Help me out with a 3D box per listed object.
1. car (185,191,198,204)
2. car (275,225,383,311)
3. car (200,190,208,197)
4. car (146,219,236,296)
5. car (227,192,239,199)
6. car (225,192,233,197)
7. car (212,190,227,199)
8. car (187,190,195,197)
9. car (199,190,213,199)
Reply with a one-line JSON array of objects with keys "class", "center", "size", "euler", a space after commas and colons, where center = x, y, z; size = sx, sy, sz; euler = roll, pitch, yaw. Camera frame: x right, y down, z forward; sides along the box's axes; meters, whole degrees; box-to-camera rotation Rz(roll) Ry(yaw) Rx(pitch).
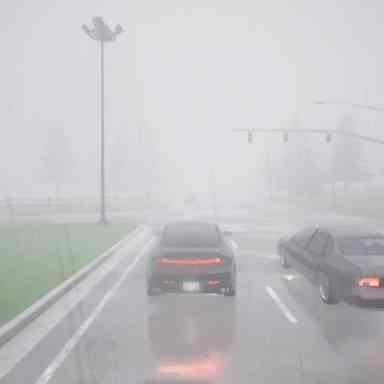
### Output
[{"class": "car", "center": [-0.098, 1.098, 51.948], "size": [1.882, 1.535, 5.008], "euler": [0, 0, 0]}, {"class": "car", "center": [3.489, 1.489, 7.891], "size": [2.033, 1.411, 5.357], "euler": [0, 0, 0]}, {"class": "car", "center": [3.325, 0.379, 93.021], "size": [2.150, 2.045, 5.566], "euler": [0, 0, 0]}, {"class": "car", "center": [-0.006, 1.442, 8.444], "size": [1.837, 1.490, 4.892], "euler": [0, 0, 0]}, {"class": "car", "center": [10.344, 0.742, 82.973], "size": [2.097, 1.767, 4.553], "euler": [0, 0, 0]}, {"class": "car", "center": [10.325, 0.654, 93.006], "size": [1.837, 1.490, 4.892], "euler": [0, 0, 0]}, {"class": "car", "center": [6.845, 0.914, 82.581], "size": [2.128, 1.511, 4.902], "euler": [0, 0, 0]}, {"class": "car", "center": [-0.175, 0.379, 93.014], "size": [2.150, 2.045, 5.566], "euler": [0, 0, 0]}, {"class": "car", "center": [3.344, 0.743, 82.960], "size": [2.097, 1.767, 4.553], "euler": [0, 0, 0]}]
